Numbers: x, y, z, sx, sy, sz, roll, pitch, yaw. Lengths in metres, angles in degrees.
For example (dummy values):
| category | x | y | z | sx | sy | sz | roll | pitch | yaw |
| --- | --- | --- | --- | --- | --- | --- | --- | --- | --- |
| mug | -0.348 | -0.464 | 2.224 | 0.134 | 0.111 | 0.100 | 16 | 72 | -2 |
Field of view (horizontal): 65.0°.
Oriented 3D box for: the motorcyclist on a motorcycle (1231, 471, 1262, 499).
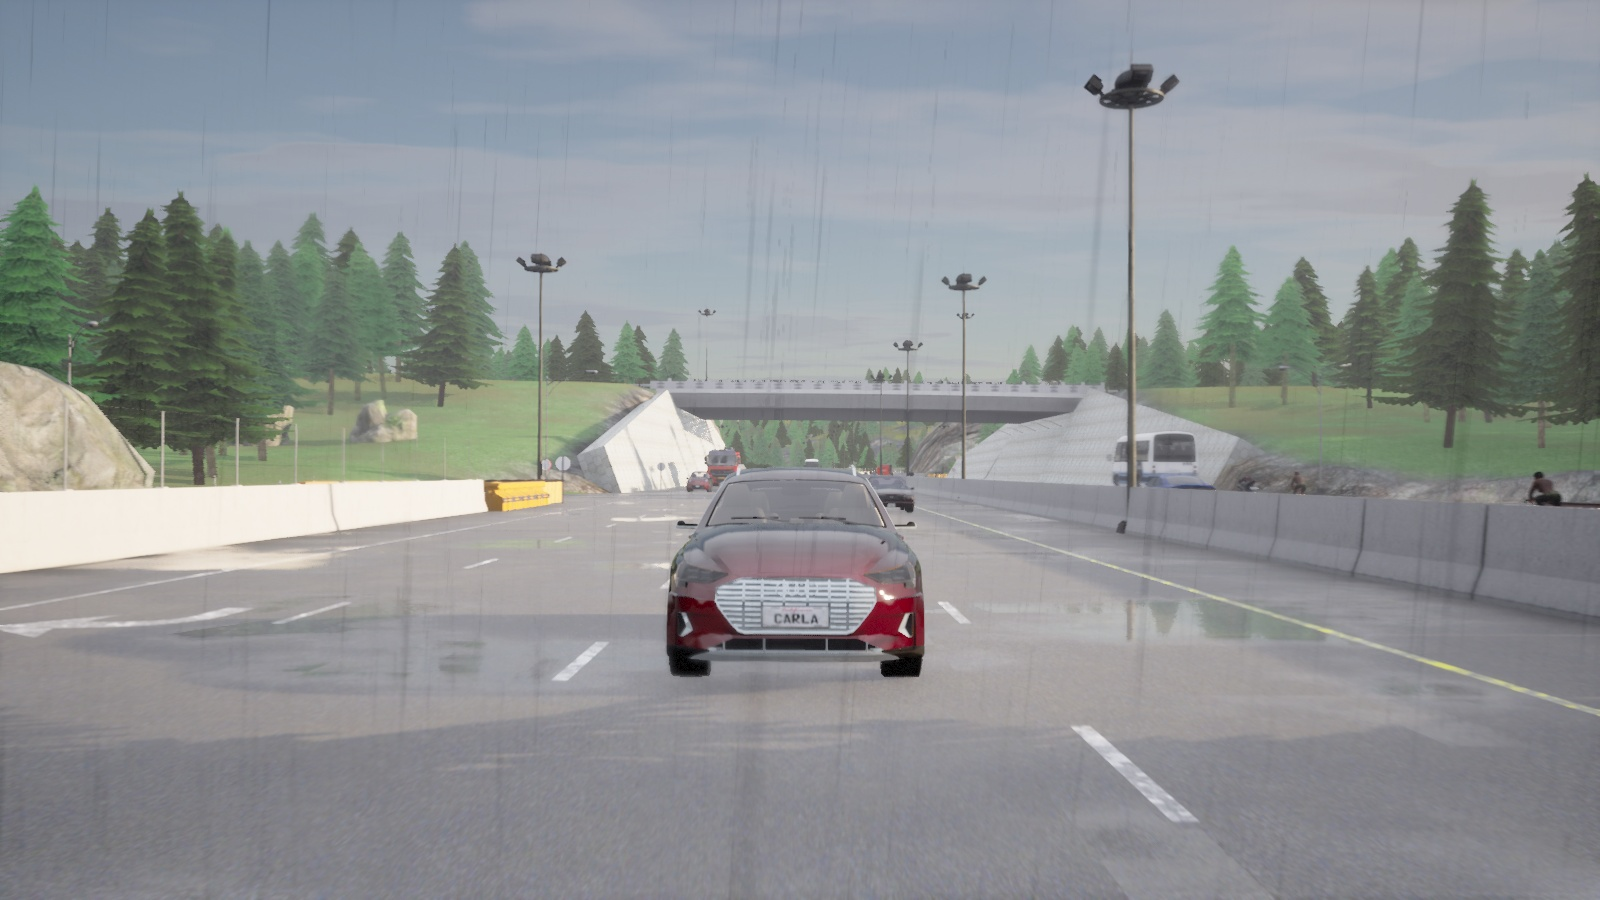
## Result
| category | x | y | z | sx | sy | sz | roll | pitch | yaw |
| --- | --- | --- | --- | --- | --- | --- | --- | --- | --- |
| motorcyclist on a motorcycle | 24.334 | 1.898 | 68.441 | 0.866 | 1.530 | 2.191 | 0 | -1 | 0 |

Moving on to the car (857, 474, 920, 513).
| category | x | y | z | sx | sy | sz | roll | pitch | yaw |
| --- | --- | --- | --- | --- | --- | --- | --- | --- | --- |
| car | 3.382 | 1.665 | 48.781 | 2.033 | 1.411 | 5.357 | 0 | -1 | 0 |

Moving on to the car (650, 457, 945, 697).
| category | x | y | z | sx | sy | sz | roll | pitch | yaw |
| --- | --- | --- | --- | --- | --- | --- | --- | --- | --- |
| car | -0.027 | 0.932 | 11.099 | 2.033 | 1.649 | 4.856 | 0 | -1 | 0 |

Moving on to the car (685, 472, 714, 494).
| category | x | y | z | sx | sy | sz | roll | pitch | yaw |
| --- | --- | --- | --- | --- | --- | --- | --- | --- | --- |
| car | -7.219 | 2.370 | 90.368 | 1.845 | 1.501 | 3.633 | 0 | -1 | 0 |

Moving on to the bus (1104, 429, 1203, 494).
| category | x | y | z | sx | sy | sz | roll | pitch | yaw |
| --- | --- | --- | --- | --- | --- | --- | --- | --- | --- |
| bus | 24.284 | 0.797 | 86.967 | 3.944 | 4.253 | 10.273 | 0 | -1 | 0 |

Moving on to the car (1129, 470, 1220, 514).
| category | x | y | z | sx | sy | sz | roll | pitch | yaw |
| --- | --- | --- | --- | --- | --- | --- | --- | --- | --- |
| car | 13.886 | 1.522 | 46.908 | 1.882 | 1.535 | 5.008 | 0 | -1 | 0 |
